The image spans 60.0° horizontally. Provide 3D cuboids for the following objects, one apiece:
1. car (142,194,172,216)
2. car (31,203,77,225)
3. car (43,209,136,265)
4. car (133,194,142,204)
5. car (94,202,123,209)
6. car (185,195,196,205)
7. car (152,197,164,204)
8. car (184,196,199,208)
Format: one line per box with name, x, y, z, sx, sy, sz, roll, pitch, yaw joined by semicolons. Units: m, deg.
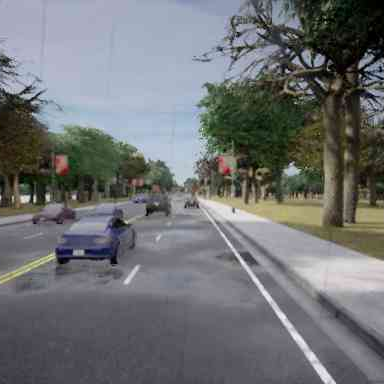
car;-3.226;1.253;32.819;2.150;2.045;5.566;0;0;-1
car;-9.879;1.539;24.260;1.812;1.442;4.674;0;0;0
car;-3.153;1.526;11.555;1.812;1.442;4.674;0;0;0
car;-10.078;1.370;65.383;2.150;2.045;5.566;0;0;0
car;-6.644;1.543;26.355;1.812;1.442;4.674;0;0;0
car;-0.301;1.486;63.370;2.097;1.767;4.553;0;0;-1
car;-6.848;1.692;67.436;2.033;1.411;5.357;0;0;-1
car;-0.067;1.431;48.683;2.097;1.767;4.553;0;0;0
